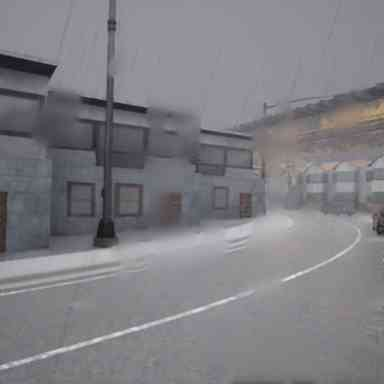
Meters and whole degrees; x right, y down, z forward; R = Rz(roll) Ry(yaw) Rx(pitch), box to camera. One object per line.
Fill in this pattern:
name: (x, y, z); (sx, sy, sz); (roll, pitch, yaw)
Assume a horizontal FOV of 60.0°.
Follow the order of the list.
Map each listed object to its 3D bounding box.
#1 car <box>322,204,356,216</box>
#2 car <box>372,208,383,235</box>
car: (18.569, 2.273, 42.300); (2.033, 1.411, 5.357); (1, -2, -6)
car: (11.585, 1.661, 19.159); (1.837, 1.490, 4.892); (1, -1, 24)
